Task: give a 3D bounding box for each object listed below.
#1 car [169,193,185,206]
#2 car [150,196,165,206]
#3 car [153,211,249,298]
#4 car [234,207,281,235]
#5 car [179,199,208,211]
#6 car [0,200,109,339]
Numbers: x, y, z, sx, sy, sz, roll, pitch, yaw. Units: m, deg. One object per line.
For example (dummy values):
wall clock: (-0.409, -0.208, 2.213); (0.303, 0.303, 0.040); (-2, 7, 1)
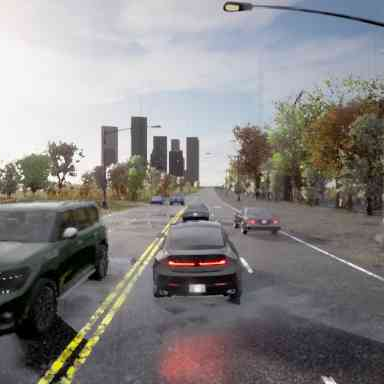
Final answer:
car: (-2.372, 1.135, 53.935); (2.150, 2.045, 5.566); (0, 0, 2)
car: (-5.618, 1.406, 54.093); (1.882, 1.535, 5.008); (0, 0, 2)
car: (0.120, 1.490, 8.503); (1.837, 1.490, 4.892); (-1, 1, 1)
car: (3.506, 1.523, 18.731); (2.033, 1.411, 5.357); (0, 0, 0)
car: (0.298, 1.527, 25.693); (1.994, 1.385, 4.181); (-1, 1, 2)
car: (-3.327, 1.221, 6.930); (2.150, 2.045, 5.566); (0, 0, 0)
